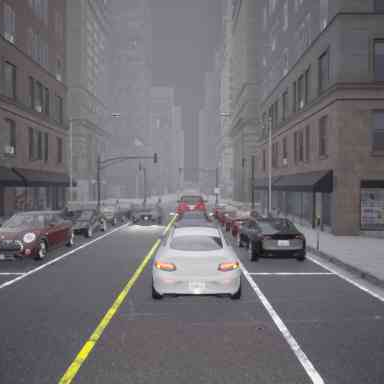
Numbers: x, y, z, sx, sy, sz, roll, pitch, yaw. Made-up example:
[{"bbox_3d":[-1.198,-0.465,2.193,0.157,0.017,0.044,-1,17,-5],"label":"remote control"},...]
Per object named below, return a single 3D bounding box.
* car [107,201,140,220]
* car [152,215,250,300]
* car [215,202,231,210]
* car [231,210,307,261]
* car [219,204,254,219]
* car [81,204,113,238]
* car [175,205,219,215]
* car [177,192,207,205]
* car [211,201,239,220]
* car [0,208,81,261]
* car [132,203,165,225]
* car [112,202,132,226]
[{"bbox_3d":[-5.797,1.544,28.546,1.887,1.381,4.507,-1,0,0],"label":"car"},{"bbox_3d":[0.093,1.524,8.279,1.812,1.442,4.674,0,0,0],"label":"car"},{"bbox_3d":[2.733,1.543,23.047,1.887,1.381,4.507,-1,0,0],"label":"car"},{"bbox_3d":[2.742,1.564,12.037,1.947,1.339,4.313,-1,0,0],"label":"car"},{"bbox_3d":[2.737,1.543,17.541,1.887,1.381,4.507,-1,0,0],"label":"car"},{"bbox_3d":[-5.788,1.564,17.535,1.947,1.339,4.313,-1,0,0],"label":"car"},{"bbox_3d":[0.083,1.562,16.765,1.994,1.385,4.181,0,0,0],"label":"car"},{"bbox_3d":[-0.022,1.220,26.152,2.150,2.045,5.566,0,0,0],"label":"car"},{"bbox_3d":[2.728,1.544,28.552,1.887,1.381,4.507,-1,0,0],"label":"car"},{"bbox_3d":[-5.785,1.438,12.029,1.967,1.590,4.097,-1,0,0],"label":"car"},{"bbox_3d":[-3.040,1.563,24.127,1.994,1.385,4.181,0,0,1],"label":"car"},{"bbox_3d":[-5.792,1.549,23.040,2.008,1.369,4.403,-1,0,0],"label":"car"}]
